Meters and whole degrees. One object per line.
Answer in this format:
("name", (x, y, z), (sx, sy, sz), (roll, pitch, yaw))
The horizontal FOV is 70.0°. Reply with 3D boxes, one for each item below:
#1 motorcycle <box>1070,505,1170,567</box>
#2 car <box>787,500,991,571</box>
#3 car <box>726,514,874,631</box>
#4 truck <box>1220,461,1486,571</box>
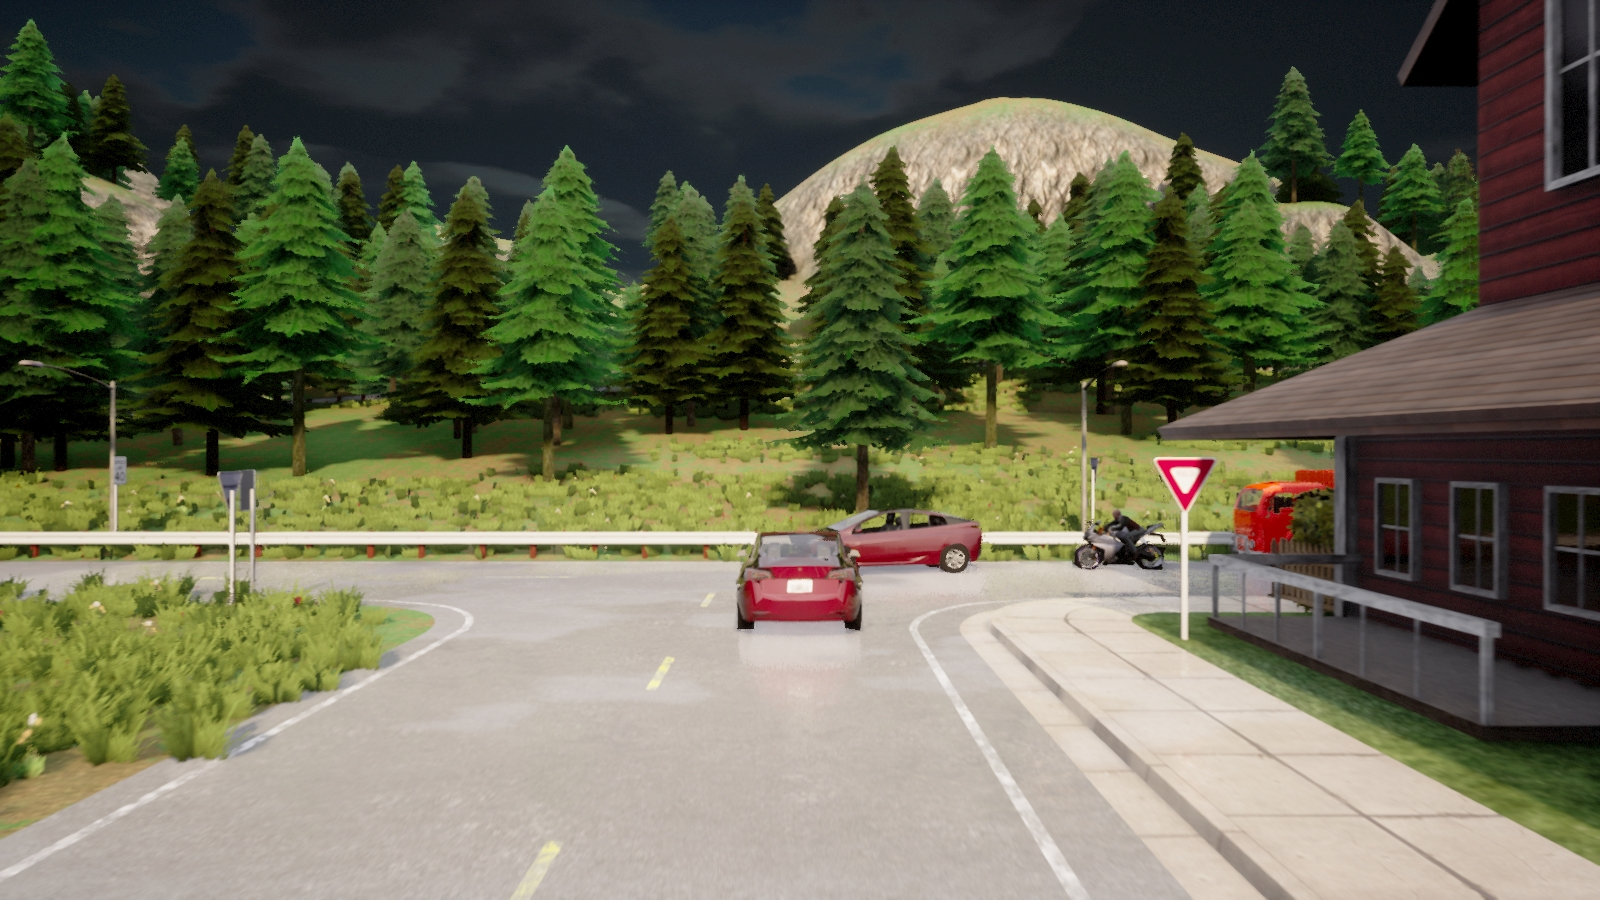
("motorcycle", (7.836, 2.101, 28.026), (2.209, 1.460, 0.867), (0, 0, 0))
("car", (2.094, 2.017, 27.443), (4.514, 1.525, 2.007), (0, -1, -12))
("car", (-0.023, 1.934, 19.183), (2.163, 1.488, 4.792), (0, 0, -1))
("truck", (13.416, 1.555, 28.037), (5.204, 2.467, 2.627), (-1, 0, 0))
